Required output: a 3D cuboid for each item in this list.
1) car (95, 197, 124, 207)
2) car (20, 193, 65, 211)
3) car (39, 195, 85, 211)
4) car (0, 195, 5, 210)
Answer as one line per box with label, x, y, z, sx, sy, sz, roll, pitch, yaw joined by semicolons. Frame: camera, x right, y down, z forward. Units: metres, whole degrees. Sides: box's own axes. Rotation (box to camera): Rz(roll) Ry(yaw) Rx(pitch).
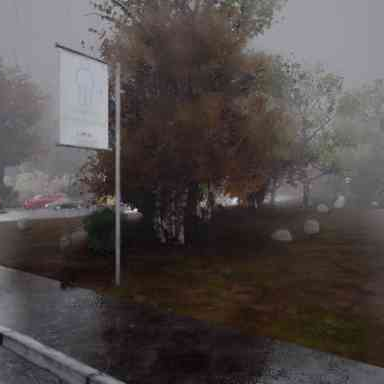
car;-12.309;1.434;50.188;1.882;1.535;5.008;0;0;38
car;-18.608;1.211;42.143;2.150;2.045;5.566;0;0;38
car;-15.421;1.480;40.535;2.128;1.511;4.902;0;0;38
car;-21.604;1.221;32.786;2.150;2.045;5.566;0;0;39
